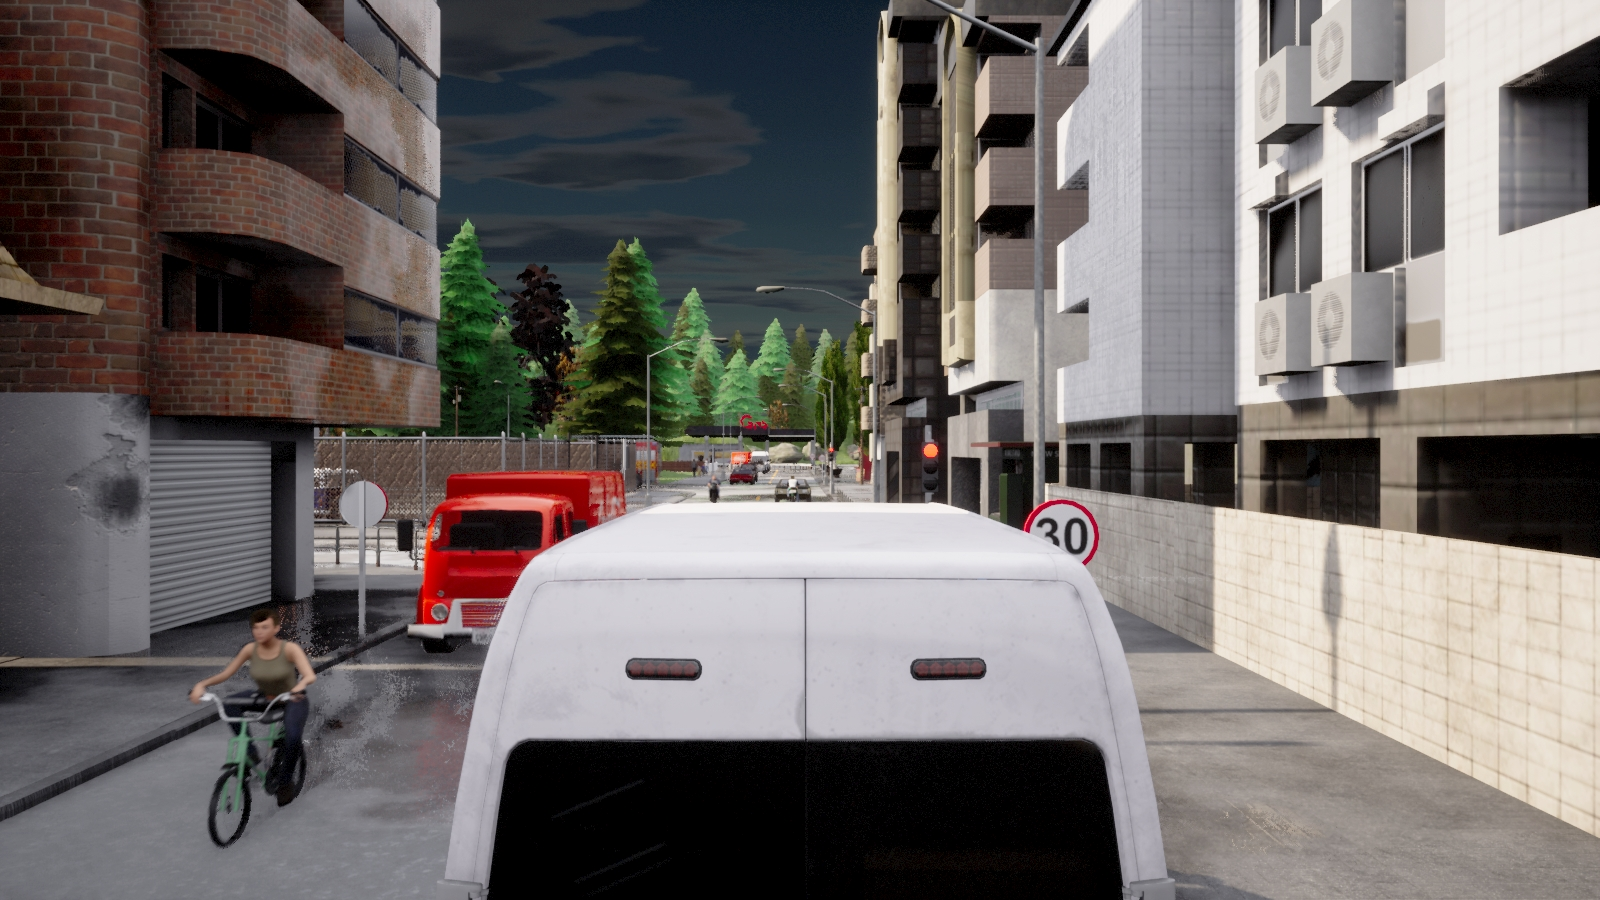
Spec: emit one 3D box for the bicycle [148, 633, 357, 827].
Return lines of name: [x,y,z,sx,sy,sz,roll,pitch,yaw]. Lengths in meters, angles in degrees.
bicycle: [-4.032,2.032,8.552,0.859,1.080,1.487,0,0,-1]

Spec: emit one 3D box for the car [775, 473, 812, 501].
car: [-0.339,1.912,60.159,1.895,1.301,4.718,0,0,0]

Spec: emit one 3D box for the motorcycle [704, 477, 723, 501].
motorcycle: [-4.373,1.970,57.916,0.803,1.145,2.033,0,0,0]

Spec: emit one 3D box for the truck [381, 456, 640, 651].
truck: [-4.070,1.341,17.237,2.627,2.467,5.204,0,0,0]

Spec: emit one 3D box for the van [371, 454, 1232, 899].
van: [-0.009,1.312,5.597,1.988,2.561,5.915,0,0,0]
